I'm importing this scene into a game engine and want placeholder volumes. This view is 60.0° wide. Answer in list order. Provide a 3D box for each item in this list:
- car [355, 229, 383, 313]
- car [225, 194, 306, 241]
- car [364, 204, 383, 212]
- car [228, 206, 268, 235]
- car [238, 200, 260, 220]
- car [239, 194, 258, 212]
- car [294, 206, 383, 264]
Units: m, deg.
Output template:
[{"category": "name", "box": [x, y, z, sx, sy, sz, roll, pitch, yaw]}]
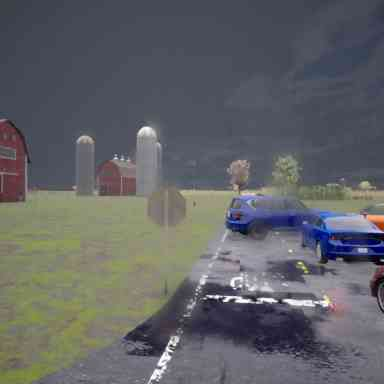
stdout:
[{"category": "car", "box": [4.620, 1.529, 4.584, 1.812, 1.442, 4.674, 0, 0, -9]}, {"category": "car", "box": [4.433, 1.216, 16.579, 5.566, 2.045, 2.150, 0, 1, -9]}, {"category": "car", "box": [9.261, 1.371, 16.536, 4.553, 1.767, 2.097, 0, 0, 38]}, {"category": "car", "box": [3.211, 1.606, 19.909, 1.895, 1.301, 4.718, 0, 0, 4]}, {"category": "car", "box": [5.068, 1.504, 29.745, 1.837, 1.490, 4.892, 0, 0, 9]}, {"category": "car", "box": [6.862, 1.218, 40.517, 2.150, 2.045, 5.566, 0, 0, 10]}, {"category": "car", "box": [5.112, 1.481, 11.761, 1.882, 1.535, 5.008, 0, 0, 8]}]
